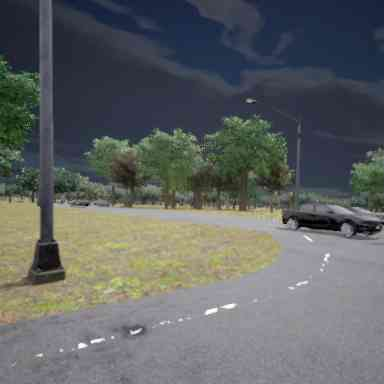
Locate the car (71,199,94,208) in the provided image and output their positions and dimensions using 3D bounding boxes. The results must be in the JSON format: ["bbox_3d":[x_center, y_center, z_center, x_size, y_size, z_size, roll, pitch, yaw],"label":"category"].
[{"bbox_3d":[-17.425,1.800,52.022,1.895,1.301,4.718,4,-3,-34],"label":"car"}]

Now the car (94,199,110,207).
[{"bbox_3d":[-17.582,2.175,64.544,2.128,1.511,4.902,4,-3,-35],"label":"car"}]

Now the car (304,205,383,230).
[{"bbox_3d":[10.825,1.736,23.576,2.033,1.411,5.357,4,-3,-34],"label":"car"}]

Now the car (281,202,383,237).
[{"bbox_3d":[6.923,1.316,16.975,1.882,1.535,5.008,3,-2,-35],"label":"car"}]
